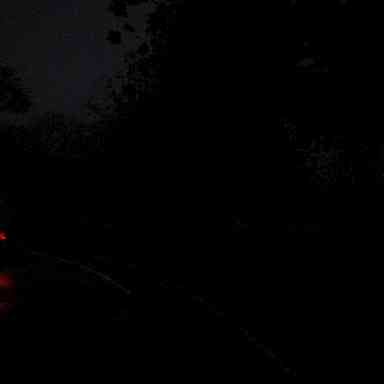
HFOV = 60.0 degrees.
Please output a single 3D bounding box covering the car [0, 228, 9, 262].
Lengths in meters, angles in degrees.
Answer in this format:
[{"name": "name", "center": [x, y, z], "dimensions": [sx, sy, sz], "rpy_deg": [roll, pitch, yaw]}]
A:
[{"name": "car", "center": [-8.528, 1.576, 12.071], "dimensions": [4.553, 1.767, 2.097], "rpy_deg": [-1, -1, 40]}]
